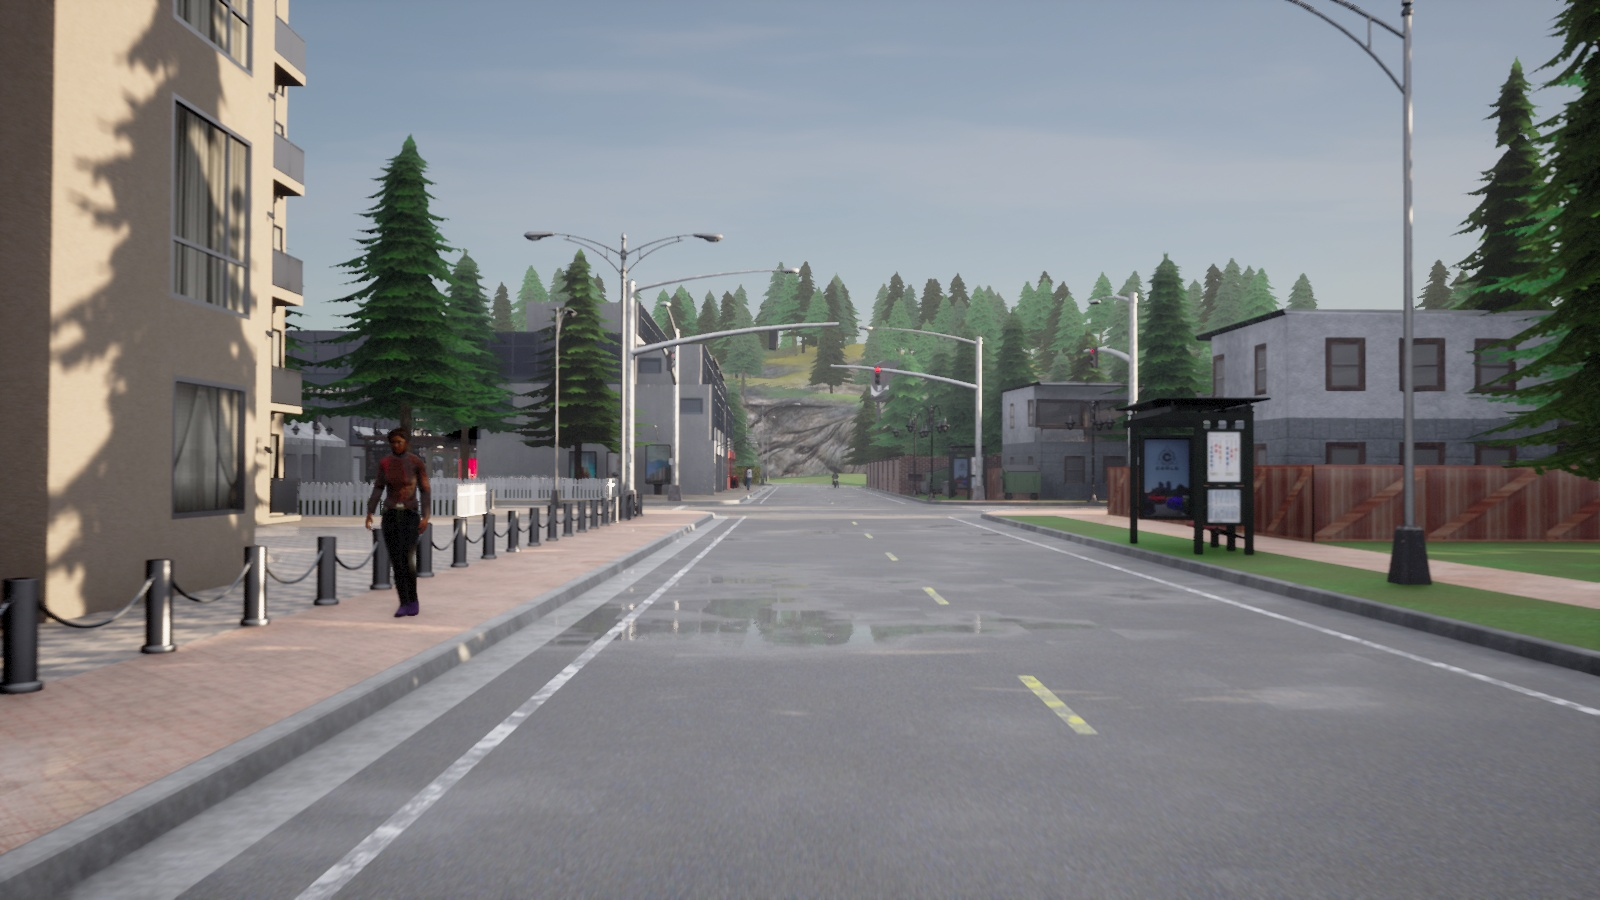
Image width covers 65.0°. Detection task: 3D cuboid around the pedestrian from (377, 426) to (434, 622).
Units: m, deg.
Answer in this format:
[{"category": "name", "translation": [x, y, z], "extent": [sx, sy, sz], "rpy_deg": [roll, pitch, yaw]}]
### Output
[{"category": "pedestrian", "translation": [-3.773, 0.692, 12.041], "extent": [0.328, 1.805, 0.869], "rpy_deg": [0, -1, -4]}]

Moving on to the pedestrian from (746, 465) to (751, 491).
[{"category": "pedestrian", "translation": [-3.686, 2.003, 90.367], "extent": [0.354, 1.836, 0.706], "rpy_deg": [0, -1, -3]}]
